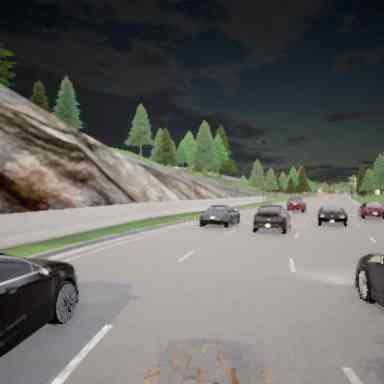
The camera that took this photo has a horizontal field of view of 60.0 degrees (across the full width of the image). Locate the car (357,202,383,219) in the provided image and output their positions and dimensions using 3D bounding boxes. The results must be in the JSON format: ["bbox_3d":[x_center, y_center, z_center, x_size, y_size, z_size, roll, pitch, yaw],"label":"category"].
[{"bbox_3d":[16.103,1.621,29.911,1.812,1.442,4.674,1,0,21],"label":"car"}]

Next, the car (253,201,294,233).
[{"bbox_3d":[4.831,1.520,19.901,1.837,1.490,4.892,0,0,20],"label":"car"}]

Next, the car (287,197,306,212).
[{"bbox_3d":[12.513,1.404,39.916,2.097,1.767,4.553,1,0,21],"label":"car"}]

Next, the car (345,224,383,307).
[{"bbox_3d":[4.242,1.533,5.291,1.837,1.490,4.892,0,0,7],"label":"car"}]

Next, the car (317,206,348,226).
[{"bbox_3d":[10.135,1.654,24.201,1.895,1.301,4.718,1,0,21],"label":"car"}]

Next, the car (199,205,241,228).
[{"bbox_3d":[1.979,1.550,22.444,1.994,1.385,4.181,1,0,21],"label":"car"}]

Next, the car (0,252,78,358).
[{"bbox_3d":[-3.133,1.459,4.208,2.128,1.511,4.902,0,0,5],"label":"car"}]
